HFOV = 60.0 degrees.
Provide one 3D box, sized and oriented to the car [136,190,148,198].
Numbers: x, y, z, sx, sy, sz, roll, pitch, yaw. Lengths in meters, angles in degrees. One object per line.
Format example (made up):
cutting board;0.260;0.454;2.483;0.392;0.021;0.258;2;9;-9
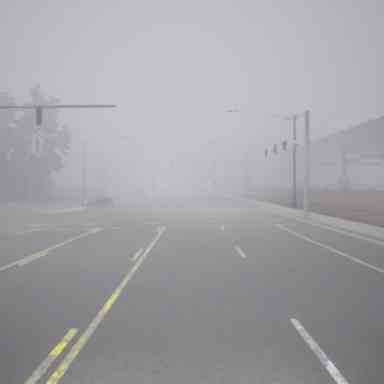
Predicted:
car;-10.501;0.459;70.047;1.837;1.490;4.892;0;1;0

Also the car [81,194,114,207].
car;-11.389;1.051;40.468;2.128;1.511;4.902;1;2;21
